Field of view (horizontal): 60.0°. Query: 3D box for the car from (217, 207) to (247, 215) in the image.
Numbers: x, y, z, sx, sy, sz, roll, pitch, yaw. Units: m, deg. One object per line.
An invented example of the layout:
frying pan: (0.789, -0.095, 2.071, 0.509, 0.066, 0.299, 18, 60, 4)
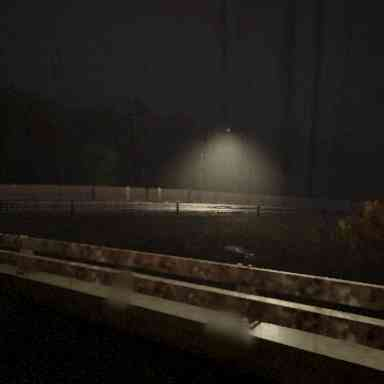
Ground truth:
car: (5.218, 2.256, 44.104, 4.181, 1.385, 1.994, 3, -1, -25)
